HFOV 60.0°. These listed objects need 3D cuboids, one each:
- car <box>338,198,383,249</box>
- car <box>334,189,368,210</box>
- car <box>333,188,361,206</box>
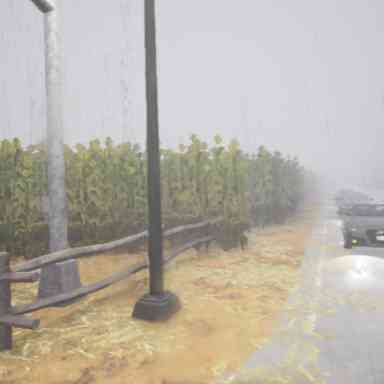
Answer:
[{"bbox_3d":[6.320,1.102,11.595,1.994,1.385,4.181,-1,2,23],"label":"car"},{"bbox_3d":[10.097,0.736,20.740,1.812,1.442,4.674,-1,2,22],"label":"car"},{"bbox_3d":[14.057,0.414,30.384,2.033,1.411,5.357,-1,2,23],"label":"car"}]
